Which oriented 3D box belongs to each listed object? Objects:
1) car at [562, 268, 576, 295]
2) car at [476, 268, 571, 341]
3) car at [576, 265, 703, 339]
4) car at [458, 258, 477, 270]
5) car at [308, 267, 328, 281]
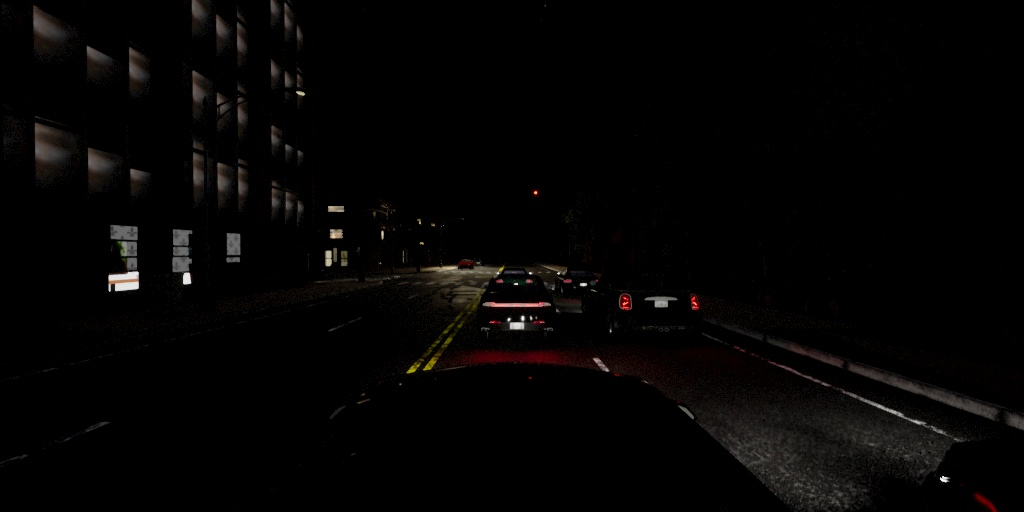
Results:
[{"bbox_3d":[3.363,1.311,18.792,1.994,1.385,4.181,0,0,0],"label":"car"},{"bbox_3d":[0.108,1.240,9.873,2.128,1.511,4.902,0,0,0],"label":"car"},{"bbox_3d":[3.358,1.100,10.184,2.097,1.767,4.553,0,0,0],"label":"car"},{"bbox_3d":[-6.587,1.220,51.479,1.882,1.535,5.008,0,0,0],"label":"car"},{"bbox_3d":[-19.704,1.521,33.073,5.008,1.535,1.882,-1,1,0],"label":"car"}]
